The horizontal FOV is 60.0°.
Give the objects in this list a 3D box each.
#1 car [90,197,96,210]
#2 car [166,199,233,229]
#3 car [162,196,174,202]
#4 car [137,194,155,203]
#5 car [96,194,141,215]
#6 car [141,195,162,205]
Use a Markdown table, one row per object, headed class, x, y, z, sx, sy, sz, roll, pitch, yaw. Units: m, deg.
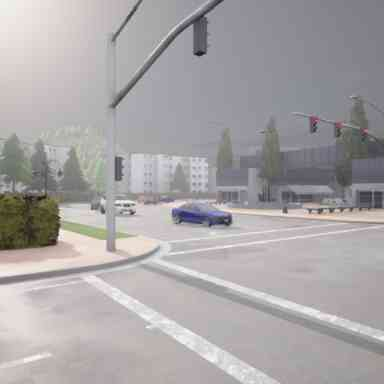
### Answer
| class | x | y | z | sx | sy | sz | roll | pitch | yaw |
| --- | --- | --- | --- | --- | --- | --- | --- | --- | --- |
| car | -11.940 | 1.351 | 42.808 | 2.097 | 1.767 | 4.553 | 0 | 0 | -17 |
| car | 0.568 | 1.477 | 22.184 | 1.882 | 1.535 | 5.008 | 0 | 0 | -38 |
| car | -5.299 | 1.476 | 69.547 | 1.882 | 1.535 | 5.008 | 0 | 0 | 20 |
| car | -9.314 | 1.351 | 68.077 | 2.097 | 1.767 | 4.553 | 0 | 0 | 15 |
| car | -7.461 | 1.223 | 33.191 | 2.150 | 2.045 | 5.566 | 0 | 0 | -32 |
| car | -7.213 | 1.546 | 59.082 | 2.033 | 1.411 | 5.357 | 0 | 0 | 3 |
